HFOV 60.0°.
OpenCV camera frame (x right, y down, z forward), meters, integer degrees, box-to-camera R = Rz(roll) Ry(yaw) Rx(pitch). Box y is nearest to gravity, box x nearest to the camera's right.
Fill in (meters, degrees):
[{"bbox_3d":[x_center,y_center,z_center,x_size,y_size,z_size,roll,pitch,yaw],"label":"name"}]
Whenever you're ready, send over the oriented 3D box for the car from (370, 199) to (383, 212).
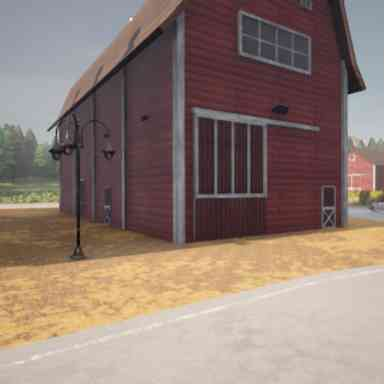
[{"bbox_3d":[19.055,1.335,31.847,1.812,1.442,4.674,0,0,-4],"label":"car"}]
